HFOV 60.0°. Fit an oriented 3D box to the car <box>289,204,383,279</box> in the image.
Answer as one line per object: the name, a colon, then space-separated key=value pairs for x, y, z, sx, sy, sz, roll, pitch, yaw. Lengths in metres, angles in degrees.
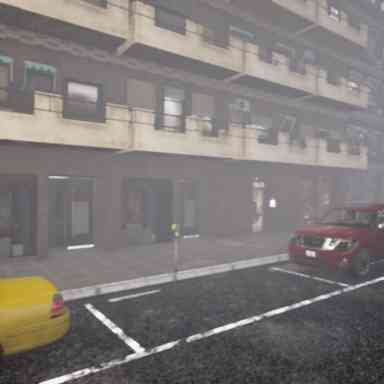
car: x=5.191 y=1.312 z=10.263 sx=5.009 sy=1.841 sz=2.192 roll=0 pitch=0 yaw=-36

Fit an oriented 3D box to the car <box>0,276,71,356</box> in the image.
car: x=-3.965 y=1.526 z=3.728 sx=4.829 sy=1.417 sz=1.752 roll=0 pitch=0 yaw=-36
